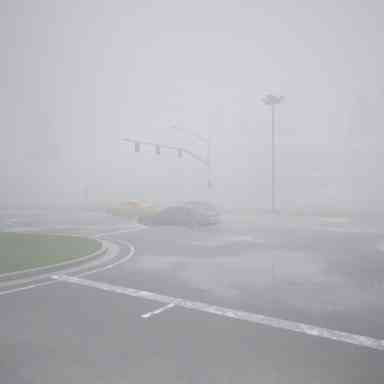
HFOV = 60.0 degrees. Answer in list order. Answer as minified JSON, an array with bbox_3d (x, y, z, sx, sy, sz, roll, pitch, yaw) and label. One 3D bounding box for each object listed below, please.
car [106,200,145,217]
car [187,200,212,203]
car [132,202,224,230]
[{"bbox_3d":[-5.467,1.477,30.202,5.008,1.535,1.882,0,0,21],"label":"car"},{"bbox_3d":[0.171,1.506,31.722,4.892,1.490,1.837,1,0,23],"label":"car"},{"bbox_3d":[-0.775,1.547,20.765,5.357,1.411,2.033,0,0,23],"label":"car"}]
